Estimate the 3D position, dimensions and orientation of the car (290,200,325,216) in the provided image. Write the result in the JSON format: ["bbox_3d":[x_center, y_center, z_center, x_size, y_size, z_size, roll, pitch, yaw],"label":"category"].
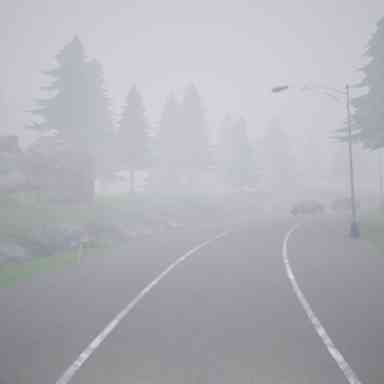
[{"bbox_3d":[10.931,1.436,31.324,2.033,1.411,5.357,-5,-2,36],"label":"car"}]

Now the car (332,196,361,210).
[{"bbox_3d":[18.468,1.292,39.686,4.902,1.511,2.128,-1,-4,-42],"label":"car"}]
